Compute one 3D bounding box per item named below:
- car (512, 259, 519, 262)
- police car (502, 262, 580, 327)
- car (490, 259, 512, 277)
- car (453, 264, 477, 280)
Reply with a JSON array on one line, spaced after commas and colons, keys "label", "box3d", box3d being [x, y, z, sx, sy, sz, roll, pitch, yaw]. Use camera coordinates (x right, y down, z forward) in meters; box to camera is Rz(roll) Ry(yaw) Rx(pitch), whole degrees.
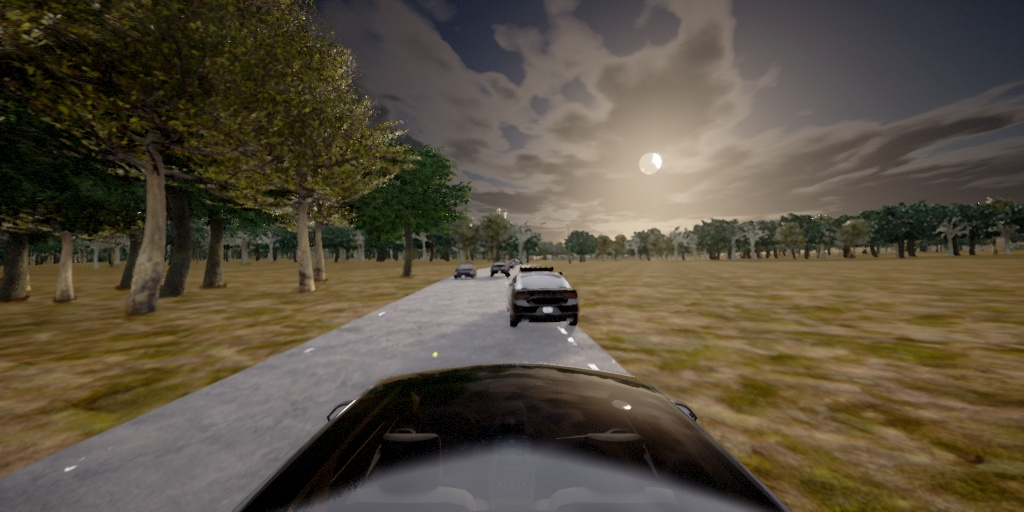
[{"label": "car", "box3d": [-0.453, 1.356, 53.569, 1.895, 1.301, 4.718, -2, 0, 7]}, {"label": "police car", "box3d": [0.788, 1.155, 11.614, 1.930, 1.638, 5.238, -1, 0, -3]}, {"label": "car", "box3d": [-1.187, 1.284, 36.472, 1.837, 1.490, 4.892, -2, 0, -1]}, {"label": "car", "box3d": [-4.303, 1.417, 33.665, 2.033, 1.411, 5.357, -2, 0, -2]}]
